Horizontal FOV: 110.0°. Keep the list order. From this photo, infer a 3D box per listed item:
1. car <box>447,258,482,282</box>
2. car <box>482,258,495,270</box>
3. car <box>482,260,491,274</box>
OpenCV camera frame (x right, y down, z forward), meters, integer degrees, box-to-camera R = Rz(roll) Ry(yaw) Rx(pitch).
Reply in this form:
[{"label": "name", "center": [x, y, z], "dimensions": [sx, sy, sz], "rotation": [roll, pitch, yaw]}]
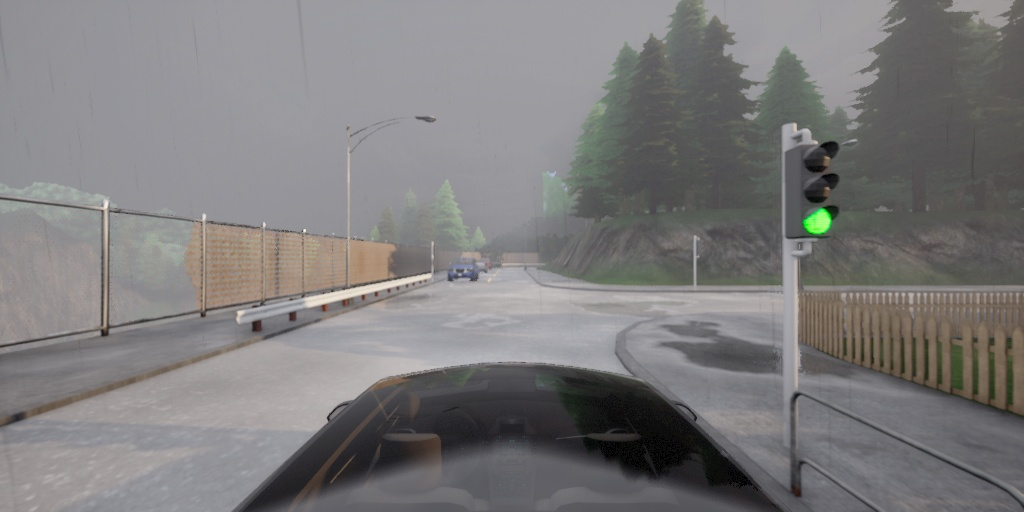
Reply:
[{"label": "car", "center": [-4.119, 1.147, 31.088], "dimensions": [2.150, 2.045, 5.566], "rotation": [0, 0, 0]}, {"label": "car", "center": [-4.538, 1.326, 60.584], "dimensions": [2.150, 2.045, 5.566], "rotation": [0, 0, -5]}, {"label": "car", "center": [-4.145, 1.543, 46.419], "dimensions": [1.812, 1.442, 4.674], "rotation": [0, 0, 0]}]
